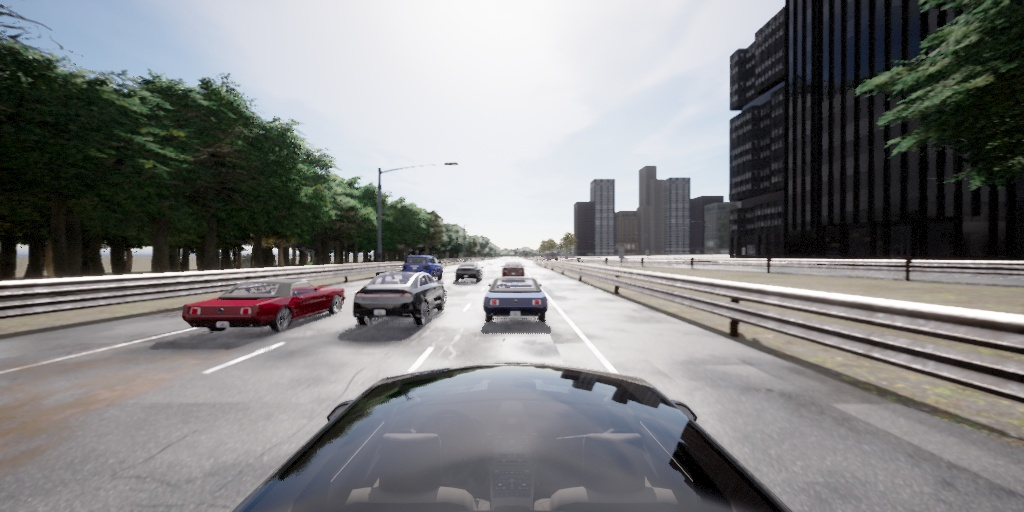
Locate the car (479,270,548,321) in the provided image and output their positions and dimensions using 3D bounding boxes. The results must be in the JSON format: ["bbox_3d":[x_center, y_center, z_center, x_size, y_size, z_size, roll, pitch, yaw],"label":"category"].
[{"bbox_3d":[0.104,1.351,12.421,1.895,1.301,4.718,0,0,0],"label":"car"}]

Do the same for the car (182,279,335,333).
[{"bbox_3d":[-6.896,1.350,10.778,1.895,1.301,4.718,0,0,0],"label":"car"}]

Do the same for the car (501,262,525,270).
[{"bbox_3d":[0.110,1.228,30.349,1.882,1.535,5.008,0,0,0],"label":"car"}]

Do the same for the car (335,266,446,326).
[{"bbox_3d":[-3.397,1.241,11.640,2.128,1.511,4.902,0,0,0],"label":"car"}]

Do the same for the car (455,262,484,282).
[{"bbox_3d":[-3.389,1.255,28.880,1.837,1.490,4.892,0,0,0],"label":"car"}]

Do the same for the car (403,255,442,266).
[{"bbox_3d":[-6.892,0.971,28.087,2.150,2.045,5.566,0,0,0],"label":"car"}]
